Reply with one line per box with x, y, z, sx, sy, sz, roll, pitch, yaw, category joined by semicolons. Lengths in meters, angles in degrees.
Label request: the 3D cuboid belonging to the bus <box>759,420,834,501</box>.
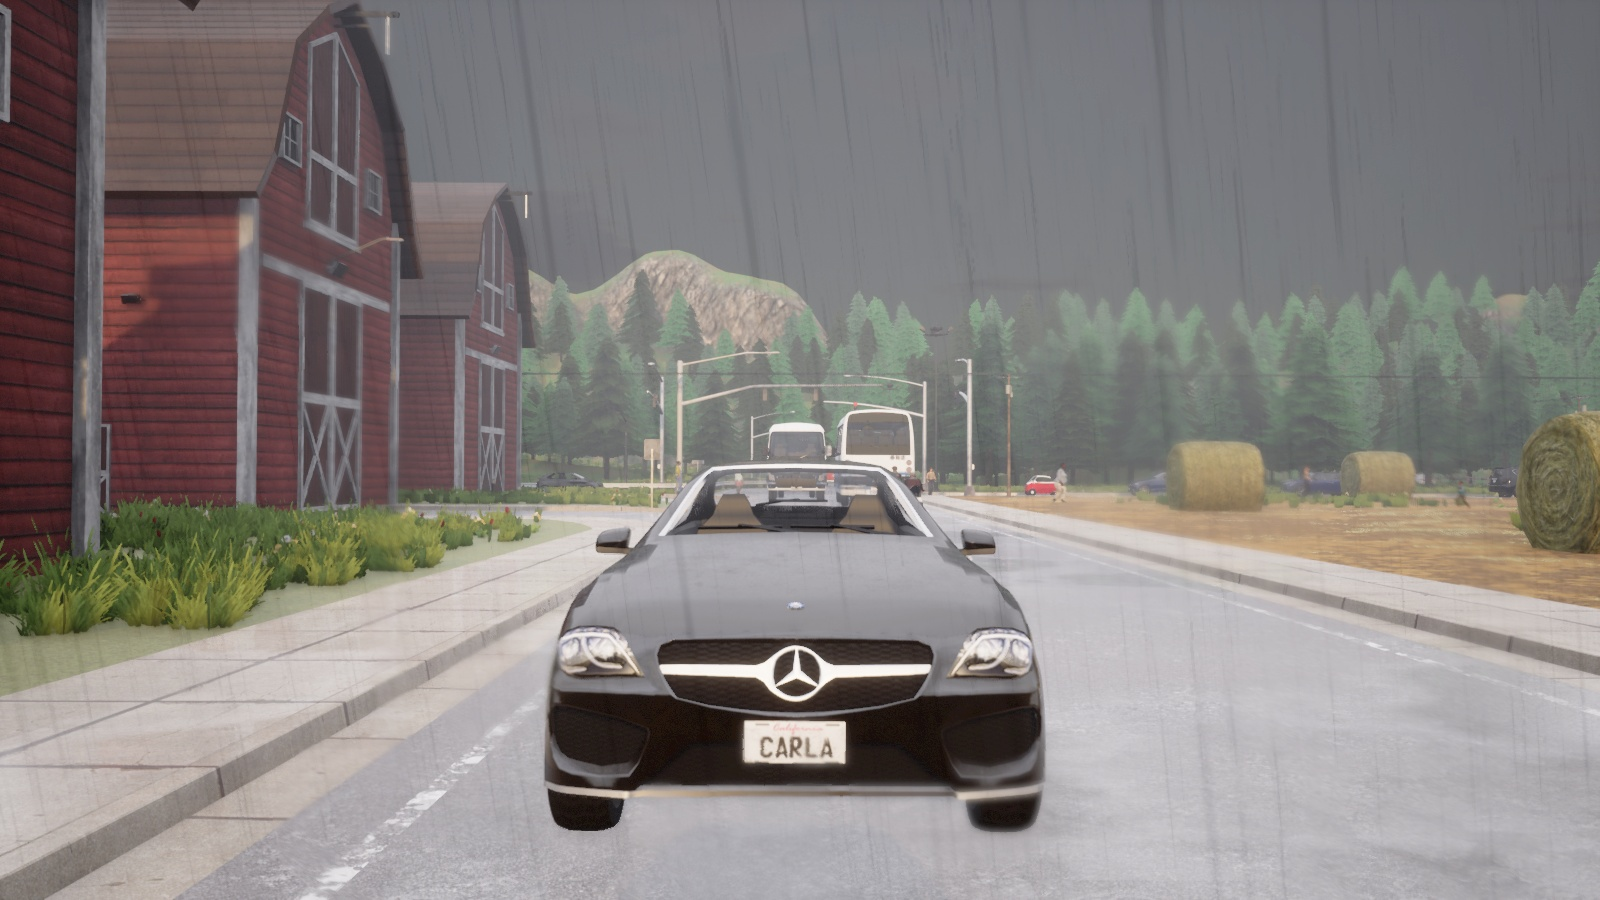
-0.181;0.639;71.584;3.944;4.253;10.273;0;-1;0;bus

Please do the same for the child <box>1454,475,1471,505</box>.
26.287;1.577;49.823;0.448;1.192;0.343;0;-1;-12;child

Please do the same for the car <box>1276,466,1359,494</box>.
33.914;1.944;82.336;4.553;1.767;2.097;0;-1;1;car

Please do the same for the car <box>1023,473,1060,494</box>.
15.880;2.217;82.614;2.207;1.376;1.481;0;-1;1;car

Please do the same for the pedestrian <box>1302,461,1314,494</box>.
28.563;1.546;70.624;0.594;1.836;0.345;-1;-1;17;pedestrian

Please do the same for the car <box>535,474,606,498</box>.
-14.528;2.247;79.589;4.193;1.474;1.816;0;-1;1;car

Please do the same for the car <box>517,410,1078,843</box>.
-0.019;0.716;7.345;2.152;1.651;5.027;0;-1;0;car

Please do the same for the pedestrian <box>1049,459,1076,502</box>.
11.600;1.342;55.503;0.900;1.855;0.874;-1;-1;30;pedestrian

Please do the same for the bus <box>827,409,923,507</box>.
3.349;0.417;59.418;3.944;4.253;10.273;0;-1;0;bus

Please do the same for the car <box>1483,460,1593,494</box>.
46.188;1.694;78.649;5.566;2.045;2.150;0;-1;1;car

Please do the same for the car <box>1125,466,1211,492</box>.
24.154;1.906;82.490;5.027;1.651;2.152;0;-1;1;car
